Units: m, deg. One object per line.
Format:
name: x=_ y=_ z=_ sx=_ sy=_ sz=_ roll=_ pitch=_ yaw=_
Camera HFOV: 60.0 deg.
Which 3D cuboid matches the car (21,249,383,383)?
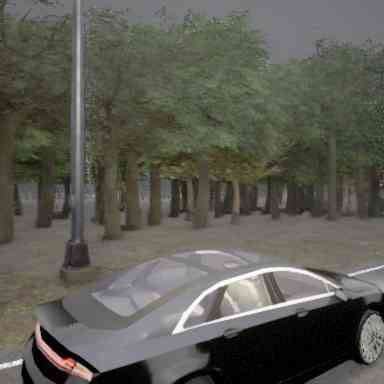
car: x=0.614 y=1.501 z=4.179 sx=4.902 sy=1.511 sz=2.128 roll=0 pitch=0 yaw=-35
